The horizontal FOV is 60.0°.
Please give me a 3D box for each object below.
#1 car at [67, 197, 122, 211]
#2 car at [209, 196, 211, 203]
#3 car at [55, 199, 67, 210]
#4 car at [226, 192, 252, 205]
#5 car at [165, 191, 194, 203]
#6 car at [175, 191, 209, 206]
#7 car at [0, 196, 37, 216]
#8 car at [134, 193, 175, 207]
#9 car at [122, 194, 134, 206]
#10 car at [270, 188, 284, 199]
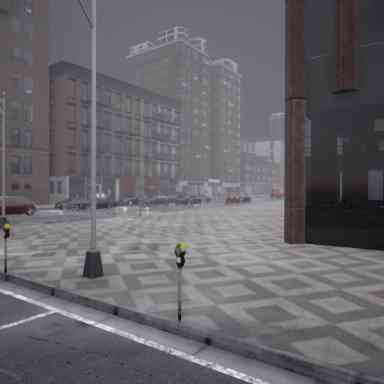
[{"bbox_3d":[-10.001,1.247,34.388,1.895,1.301,4.718,0,1,36],"label":"car"},{"bbox_3d":[1.128,0.951,49.808,1.994,1.385,4.181,0,1,36],"label":"car"},{"bbox_3d":[-12.724,1.196,36.199,1.994,1.385,4.181,0,1,34],"label":"car"},{"bbox_3d":[6.516,0.774,45.888,2.097,1.767,4.553,0,1,36],"label":"car"},{"bbox_3d":[-1.870,0.731,51.219,2.097,1.767,4.553,0,1,36],"label":"car"},{"bbox_3d":[-0.255,1.005,42.038,1.837,1.490,4.892,0,1,36],"label":"car"},{"bbox_3d":[-15.246,1.125,27.090,2.097,1.767,4.553,0,1,36],"label":"car"},{"bbox_3d":[-4.695,1.047,41.765,1.812,1.442,4.674,0,1,36],"label":"car"},{"bbox_3d":[-7.562,1.015,43.341,1.837,1.490,4.892,0,1,36],"label":"car"},{"bbox_3d":[17.619,0.313,66.924,2.150,2.045,5.566,0,0,37],"label":"car"}]
